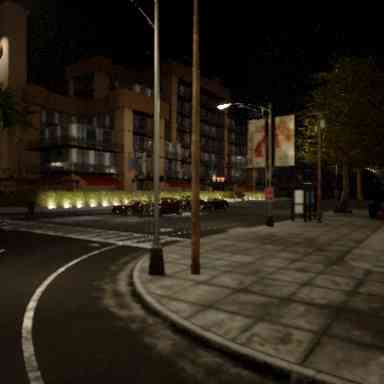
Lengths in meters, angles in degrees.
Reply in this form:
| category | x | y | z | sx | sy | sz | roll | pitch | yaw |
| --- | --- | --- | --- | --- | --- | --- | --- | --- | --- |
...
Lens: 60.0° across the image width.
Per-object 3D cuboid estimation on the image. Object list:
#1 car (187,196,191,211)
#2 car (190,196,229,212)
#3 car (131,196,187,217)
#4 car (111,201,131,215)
| category | x | y | z | sx | sy | sz | roll | pitch | yaw |
| --- | --- | --- | --- | --- | --- | --- | --- | --- | --- |
| car | -0.453 | 1.243 | 39.596 | 2.097 | 1.767 | 4.553 | 0 | 0 | 35 |
| car | 2.384 | 1.399 | 37.549 | 2.128 | 1.511 | 4.902 | 0 | 0 | 35 |
| car | -2.865 | 1.260 | 30.067 | 2.097 | 1.767 | 4.553 | 0 | 0 | 35 |
| car | -5.572 | 1.492 | 32.311 | 1.895 | 1.301 | 4.718 | 0 | 0 | 35 |
